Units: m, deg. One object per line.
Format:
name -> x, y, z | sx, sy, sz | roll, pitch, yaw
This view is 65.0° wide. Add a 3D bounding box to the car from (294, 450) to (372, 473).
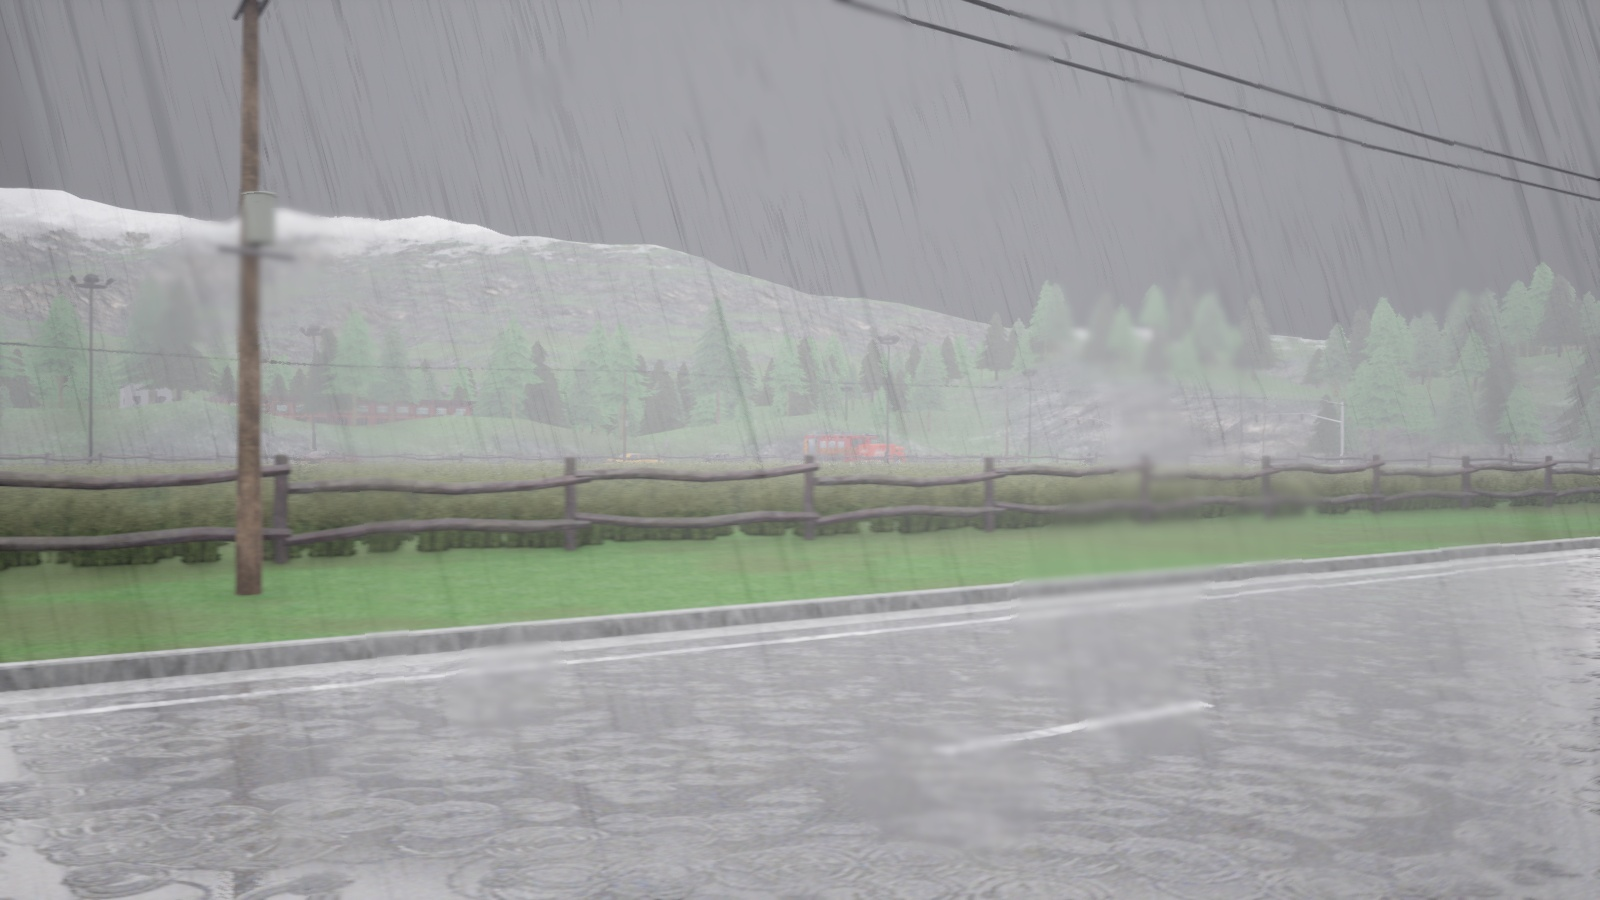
car -> -34.528, 0.825, 92.943 | 5.027, 1.651, 2.152 | 0, 0, -35
